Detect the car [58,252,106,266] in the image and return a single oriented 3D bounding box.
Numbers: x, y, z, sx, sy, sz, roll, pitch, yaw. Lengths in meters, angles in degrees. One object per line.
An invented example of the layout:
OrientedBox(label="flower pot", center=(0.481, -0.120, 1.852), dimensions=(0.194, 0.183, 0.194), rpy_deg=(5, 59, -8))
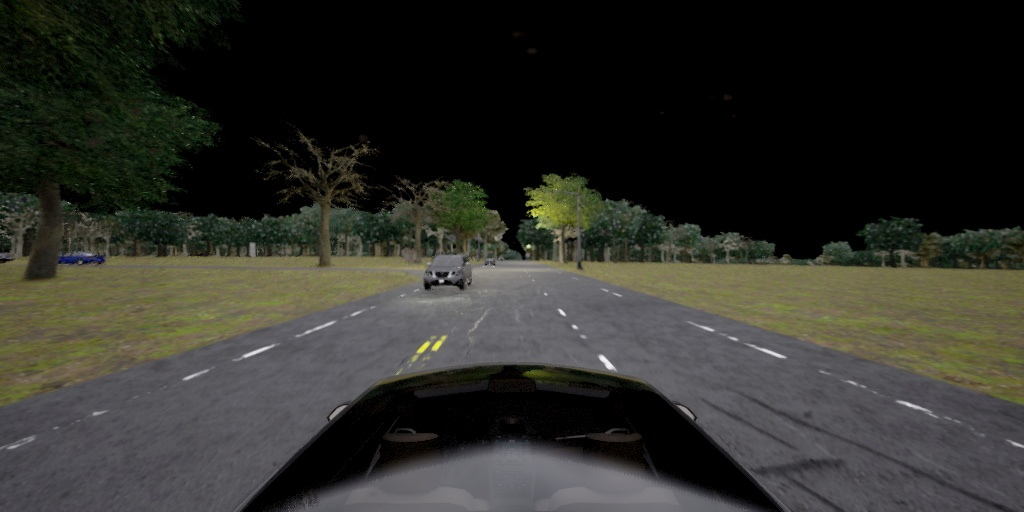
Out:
OrientedBox(label="car", center=(-49.183, 0.300, 40.573), dimensions=(5.008, 1.535, 1.882), rpy_deg=(0, -1, -1))

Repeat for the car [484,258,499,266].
OrientedBox(label="car", center=(-3.787, 1.058, 62.188), dimensions=(2.033, 1.411, 5.357), rpy_deg=(0, 0, 0))

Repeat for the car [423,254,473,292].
OrientedBox(label="car", center=(-3.578, 0.899, 20.908), dimensions=(2.150, 2.045, 5.566), rpy_deg=(0, 0, 0))
